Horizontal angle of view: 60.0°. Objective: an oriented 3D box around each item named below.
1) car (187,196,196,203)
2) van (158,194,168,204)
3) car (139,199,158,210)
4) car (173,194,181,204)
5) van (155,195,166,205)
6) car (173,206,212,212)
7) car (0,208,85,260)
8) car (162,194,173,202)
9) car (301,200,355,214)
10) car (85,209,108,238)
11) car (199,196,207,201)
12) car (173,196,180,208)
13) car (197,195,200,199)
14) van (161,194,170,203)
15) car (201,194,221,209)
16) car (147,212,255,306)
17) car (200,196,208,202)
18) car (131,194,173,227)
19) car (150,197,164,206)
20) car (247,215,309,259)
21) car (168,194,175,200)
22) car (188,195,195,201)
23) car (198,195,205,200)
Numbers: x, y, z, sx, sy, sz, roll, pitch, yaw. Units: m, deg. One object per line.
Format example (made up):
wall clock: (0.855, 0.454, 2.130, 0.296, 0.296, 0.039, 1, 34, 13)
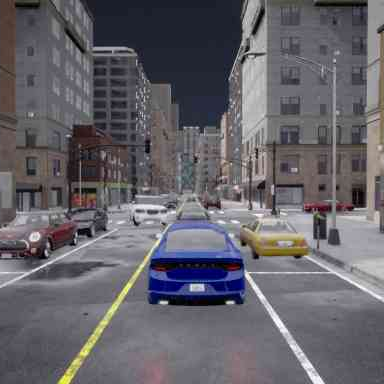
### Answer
car: (-0.117, 1.579, 74.028, 2.128, 1.511, 4.902, 0, 0, 0)
van: (-5.785, 1.398, 66.929, 1.690, 1.788, 3.998, -1, 0, 0)
car: (-5.748, 1.601, 44.585, 1.947, 1.339, 4.313, -1, 0, 0)
car: (-3.175, 1.552, 55.229, 1.837, 1.490, 4.892, 0, 0, 0)
van: (-5.776, 1.394, 61.343, 1.690, 1.788, 3.998, -1, 0, 0)
car: (0.073, 1.605, 17.498, 1.895, 1.301, 4.718, 0, 0, 0)
car: (-5.697, 1.442, 12.215, 1.967, 1.590, 4.097, -1, 0, 0)
car: (-5.803, 1.379, 78.101, 2.192, 1.841, 5.009, -1, 0, 0)
car: (13.307, 1.458, 32.857, 4.718, 1.301, 1.895, -1, 1, -1)
car: (-5.705, 1.571, 17.712, 1.947, 1.339, 4.313, -1, 0, 0)
car: (2.726, 1.633, 83.699, 1.947, 1.339, 4.313, -1, 0, 0)
car: (-3.167, 1.584, 45.331, 2.033, 1.411, 5.357, 0, 0, 0)
car: (2.745, 1.372, 66.942, 2.192, 1.841, 5.009, -1, 0, 0)
van: (-5.794, 1.402, 72.515, 1.690, 1.788, 3.998, -1, 0, 0)
car: (2.775, 1.350, 44.598, 2.192, 1.841, 5.009, -1, 0, 0)
car: (0.084, 1.478, 8.135, 1.882, 1.535, 5.008, 0, 0, 0)
car: (2.733, 1.590, 78.284, 1.752, 1.417, 4.829, -1, 0, 0)
car: (-3.080, 1.233, 23.452, 2.150, 2.045, 5.566, 2, -1, -14)
car: (-5.765, 1.572, 55.587, 1.752, 1.417, 4.829, -1, 0, 0)
car: (2.828, 1.527, 12.400, 1.752, 1.417, 4.829, -1, 0, 0)
car: (-5.828, 1.513, 94.857, 1.967, 1.590, 4.097, -1, 0, 0)
car: (-0.134, 1.537, 84.480, 1.895, 1.301, 4.718, 0, 0, 0)
car: (2.711, 1.623, 94.871, 2.008, 1.369, 4.403, -1, 0, 0)
